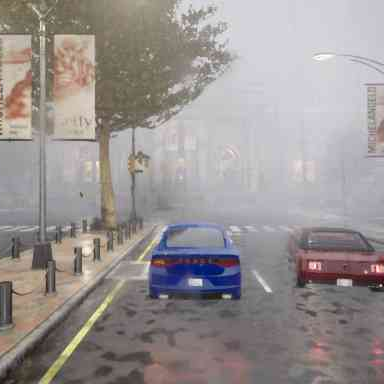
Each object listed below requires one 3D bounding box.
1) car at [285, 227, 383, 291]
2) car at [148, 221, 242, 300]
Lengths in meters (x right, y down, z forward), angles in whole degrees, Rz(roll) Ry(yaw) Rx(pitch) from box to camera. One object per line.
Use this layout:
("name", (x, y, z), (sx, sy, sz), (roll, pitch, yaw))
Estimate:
("car", (3.677, 1.601, 9.097), (1.895, 1.301, 4.718), (0, 0, 13))
("car", (0.071, 1.478, 8.470), (1.882, 1.535, 5.008), (0, 0, 0))
